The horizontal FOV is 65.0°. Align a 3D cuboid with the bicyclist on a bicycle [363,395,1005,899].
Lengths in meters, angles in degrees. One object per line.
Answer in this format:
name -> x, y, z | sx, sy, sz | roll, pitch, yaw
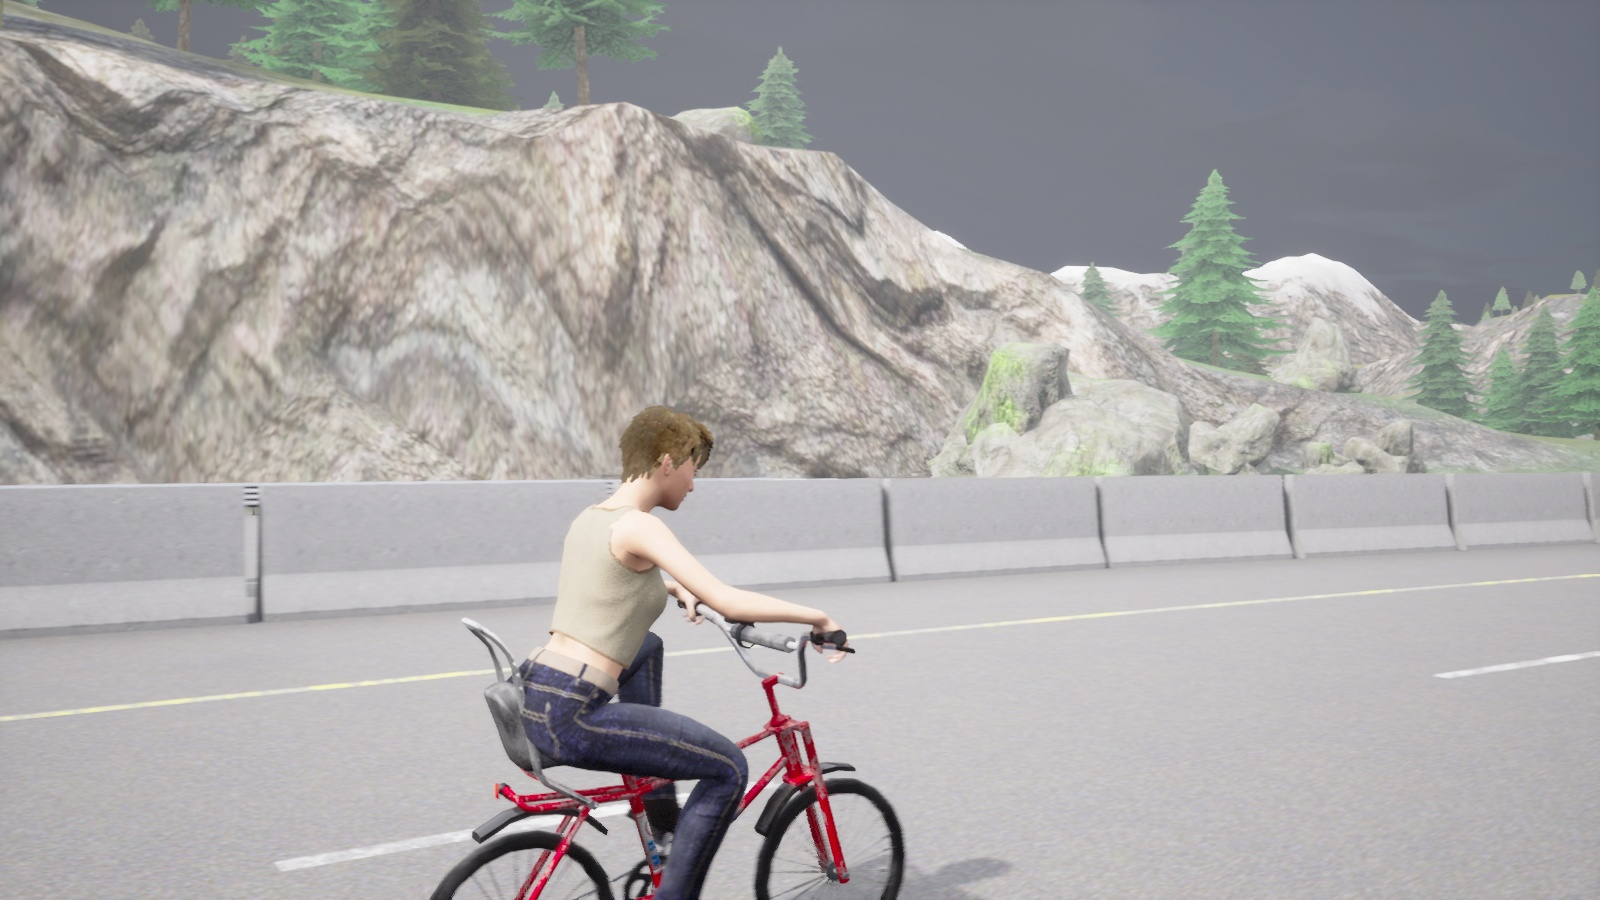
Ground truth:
bicyclist on a bicycle -> -0.302, 0.690, 3.416 | 1.509, 1.612, 0.866 | 0, 0, -33
